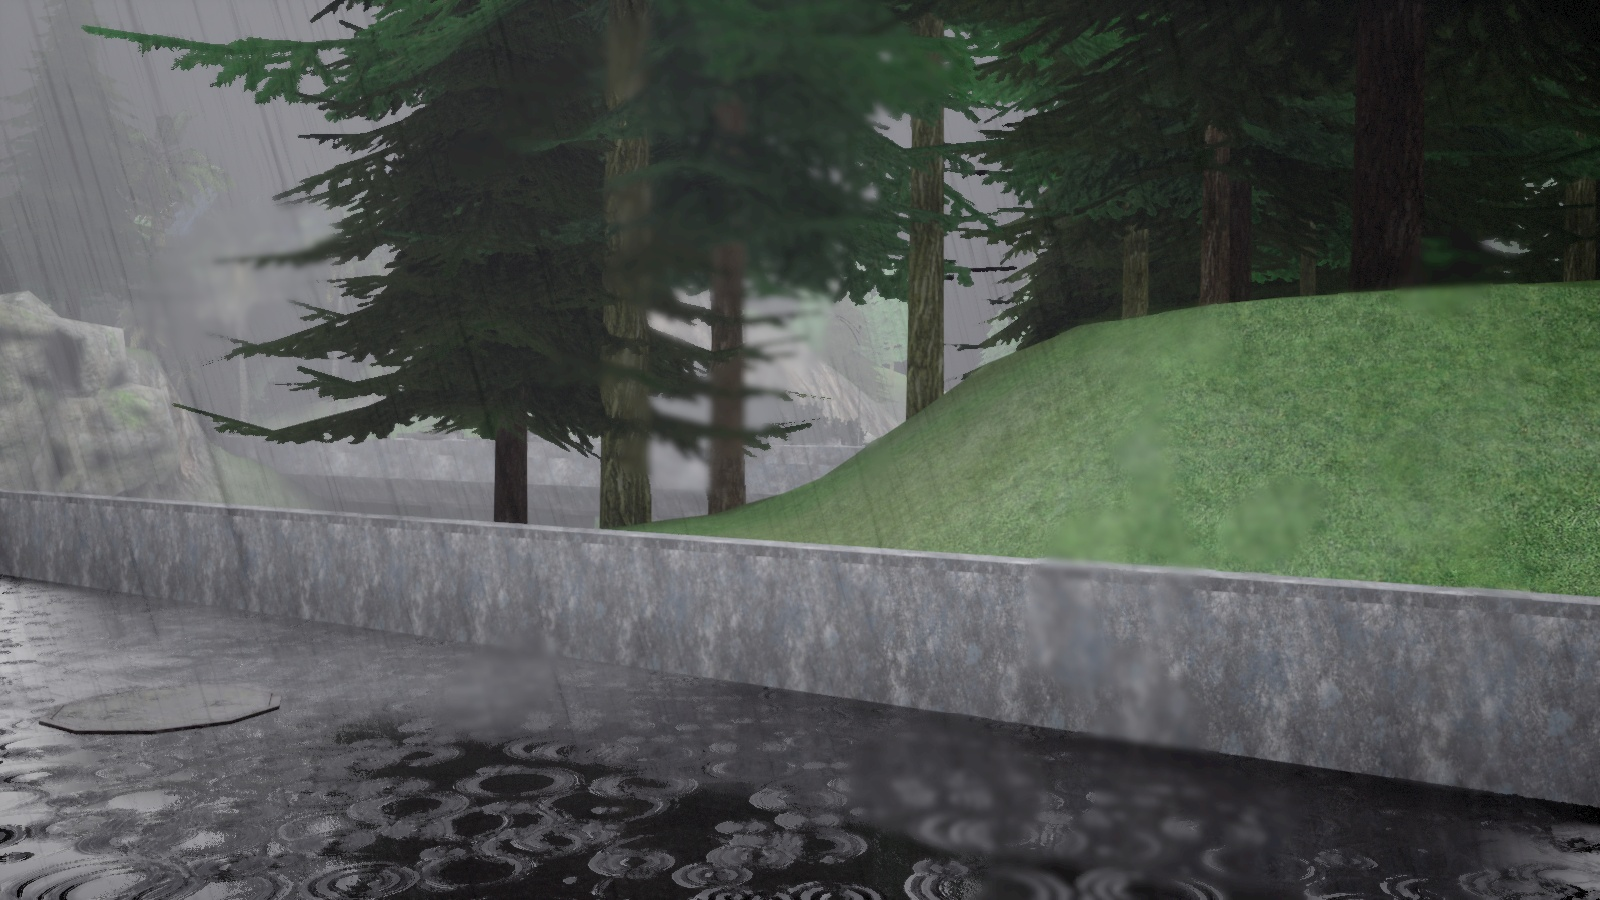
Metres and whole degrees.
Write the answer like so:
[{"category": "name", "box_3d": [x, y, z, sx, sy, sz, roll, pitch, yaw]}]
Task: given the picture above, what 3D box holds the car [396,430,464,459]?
[{"category": "car", "box_3d": [-25.080, -0.402, 85.119, 4.605, 1.855, 1.932, 1, 1, 34]}]
